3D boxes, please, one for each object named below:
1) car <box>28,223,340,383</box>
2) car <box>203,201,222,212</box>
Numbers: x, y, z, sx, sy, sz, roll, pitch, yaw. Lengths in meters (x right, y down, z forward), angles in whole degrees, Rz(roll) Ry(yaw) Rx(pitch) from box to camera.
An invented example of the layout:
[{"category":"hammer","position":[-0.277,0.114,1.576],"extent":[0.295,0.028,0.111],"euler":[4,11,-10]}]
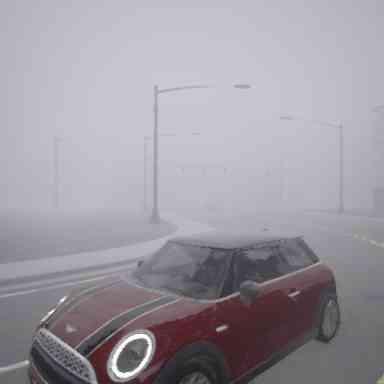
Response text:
[{"category":"car","position":[0.264,1.404,4.698],"extent":[4.553,1.767,2.097],"euler":[1,-1,-45]},{"category":"car","position":[2.724,2.031,46.372],"extent":[1.812,1.442,4.674],"euler":[0,-1,-12]}]
